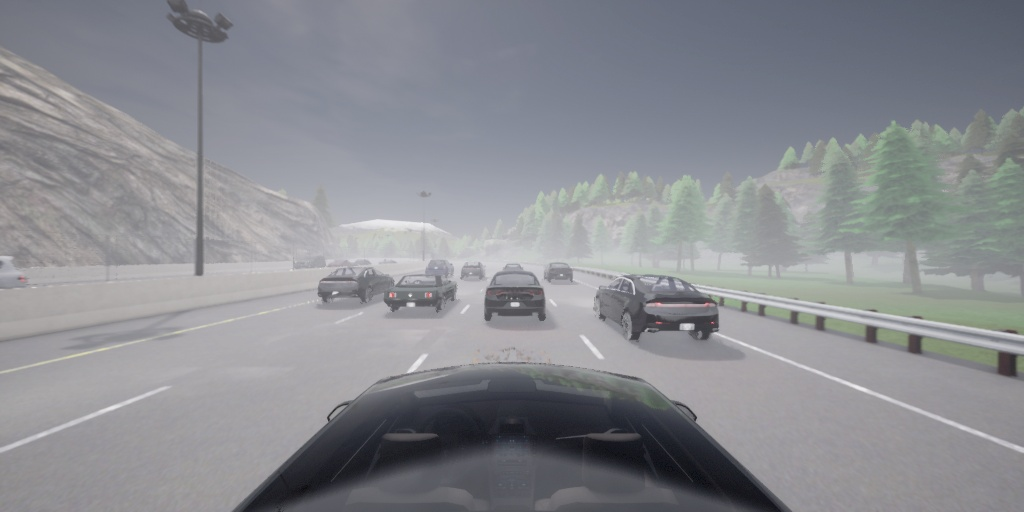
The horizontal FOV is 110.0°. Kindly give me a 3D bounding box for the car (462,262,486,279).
[{"bbox_3d":[-3.408,1.243,32.081,2.128,1.511,4.902,0,0,0],"label":"car"}]

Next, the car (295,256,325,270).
[{"bbox_3d":[-28.510,0.973,51.195,2.150,2.045,5.566,0,0,-3],"label":"car"}]

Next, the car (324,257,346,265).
[{"bbox_3d":[-25.097,1.231,52.389,1.882,1.535,5.008,0,0,-4],"label":"car"}]

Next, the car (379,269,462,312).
[{"bbox_3d":[-3.403,1.352,14.319,1.895,1.301,4.718,0,0,0],"label":"car"}]

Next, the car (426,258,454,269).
[{"bbox_3d":[-6.909,1.104,34.698,2.097,1.767,4.553,0,0,0],"label":"car"}]

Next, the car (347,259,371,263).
[{"bbox_3d":[-21.521,1.257,51.369,1.837,1.490,4.892,0,0,-3],"label":"car"}]

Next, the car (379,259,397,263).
[{"bbox_3d":[-18.060,1.245,52.032,2.128,1.511,4.902,0,0,-3],"label":"car"}]

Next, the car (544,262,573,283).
[{"bbox_3d":[3.591,1.229,28.430,1.882,1.535,5.008,0,0,0],"label":"car"}]

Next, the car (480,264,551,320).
[{"bbox_3d":[0.091,1.228,12.688,1.882,1.535,5.008,0,0,0],"label":"car"}]

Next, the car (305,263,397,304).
[{"bbox_3d":[-6.904,1.242,16.417,2.128,1.511,4.902,0,0,0],"label":"car"}]

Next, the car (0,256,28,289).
[{"bbox_3d":[-17.601,0.972,9.853,2.150,2.045,5.566,0,0,0],"label":"car"}]

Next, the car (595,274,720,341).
[{"bbox_3d":[3.596,1.242,9.786,2.128,1.511,4.902,0,0,0],"label":"car"}]
